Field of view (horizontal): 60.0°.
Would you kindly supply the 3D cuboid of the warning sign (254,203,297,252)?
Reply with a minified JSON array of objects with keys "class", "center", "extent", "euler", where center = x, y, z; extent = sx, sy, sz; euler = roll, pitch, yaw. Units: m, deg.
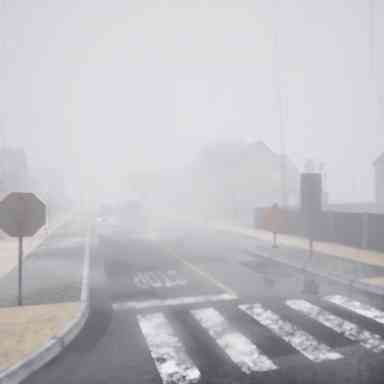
[{"class":"warning sign","center":[3.340,1.364,13.406],"extent":[1.300,1.860,1.060],"euler":[0,-1,-17]}]

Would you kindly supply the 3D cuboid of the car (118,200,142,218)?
[{"class":"car","center":[-7.281,2.007,39.779],"extent":[2.150,2.045,5.566],"euler":[0,-2,-16]}]

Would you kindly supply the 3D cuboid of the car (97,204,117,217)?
[{"class":"car","center":[-10.695,2.331,41.328],"extent":[1.837,1.490,4.892],"euler":[0,-2,-16]}]
